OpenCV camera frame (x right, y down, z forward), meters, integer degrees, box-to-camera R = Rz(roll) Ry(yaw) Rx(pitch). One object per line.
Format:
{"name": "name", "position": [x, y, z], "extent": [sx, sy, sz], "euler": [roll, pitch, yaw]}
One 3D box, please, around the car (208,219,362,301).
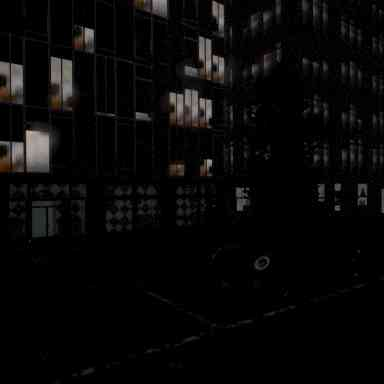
{"name": "car", "position": [2.344, 1.439, 8.225], "extent": [4.097, 1.590, 1.967], "euler": [0, -1, -35]}
